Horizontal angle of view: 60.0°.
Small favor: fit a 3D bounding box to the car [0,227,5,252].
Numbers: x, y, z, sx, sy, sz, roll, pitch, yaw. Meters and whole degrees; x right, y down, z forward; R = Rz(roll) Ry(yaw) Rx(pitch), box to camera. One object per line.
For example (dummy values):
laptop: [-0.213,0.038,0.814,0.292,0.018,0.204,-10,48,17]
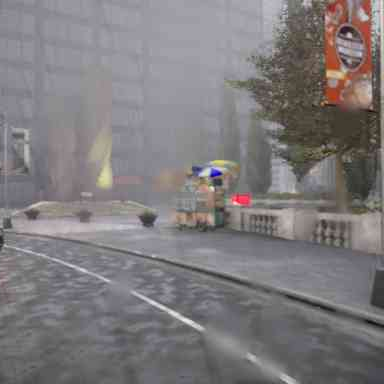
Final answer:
car: [-9.166,1.652,13.182,4.902,1.511,2.128,-1,0,40]
